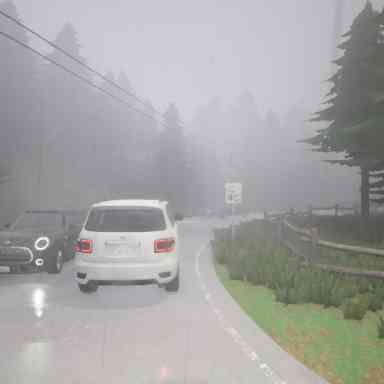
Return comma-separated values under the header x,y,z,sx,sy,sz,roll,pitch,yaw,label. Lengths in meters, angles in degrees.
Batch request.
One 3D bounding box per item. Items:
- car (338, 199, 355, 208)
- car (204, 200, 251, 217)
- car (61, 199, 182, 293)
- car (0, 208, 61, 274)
x,y,z,sx,sy,sz,roll,pitch,yaw,label
17.895,1.453,35.982,4.902,1.511,2.128,0,0,-32,car
3.087,1.433,28.633,4.902,1.511,2.128,0,0,-44,car
-1.435,1.200,9.002,2.150,2.045,5.566,0,0,-3,car
-4.536,1.320,10.483,2.097,1.767,4.553,0,0,4,car
